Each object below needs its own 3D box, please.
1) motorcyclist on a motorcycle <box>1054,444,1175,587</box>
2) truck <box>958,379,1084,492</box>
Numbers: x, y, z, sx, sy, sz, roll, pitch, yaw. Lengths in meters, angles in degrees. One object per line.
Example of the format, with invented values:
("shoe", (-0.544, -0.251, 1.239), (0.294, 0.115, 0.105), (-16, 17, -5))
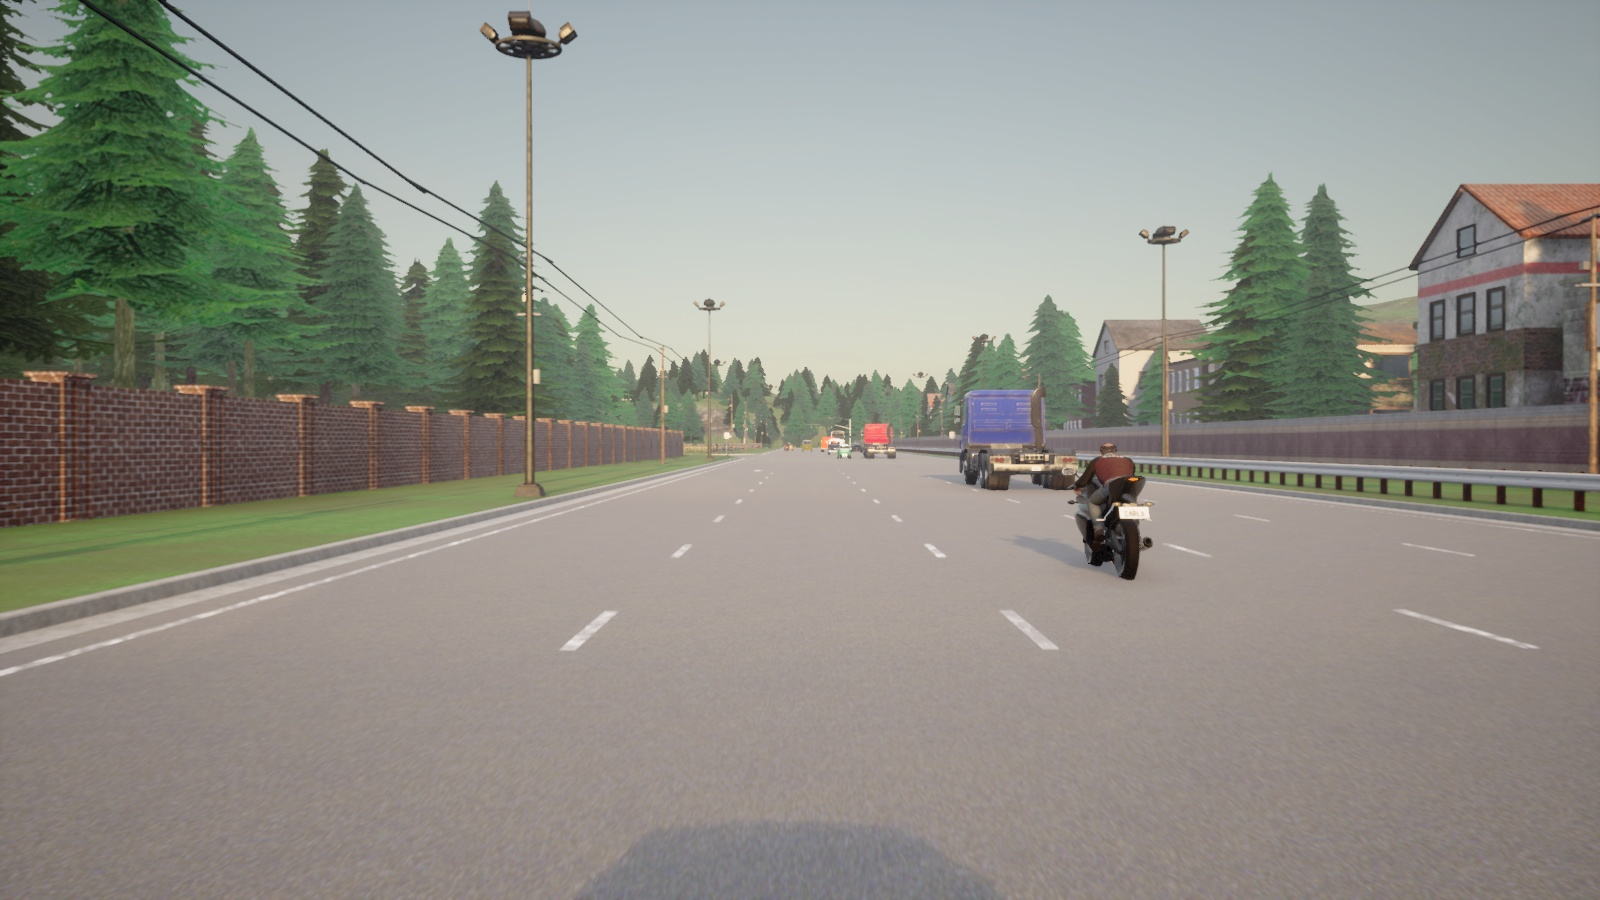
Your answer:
("motorcyclist on a motorcycle", (3.599, 0.702, 14.595), (0.866, 1.530, 2.191), (0, 0, 0))
("truck", (7.258, -0.469, 42.440), (2.891, 3.462, 7.936), (0, 0, 0))
